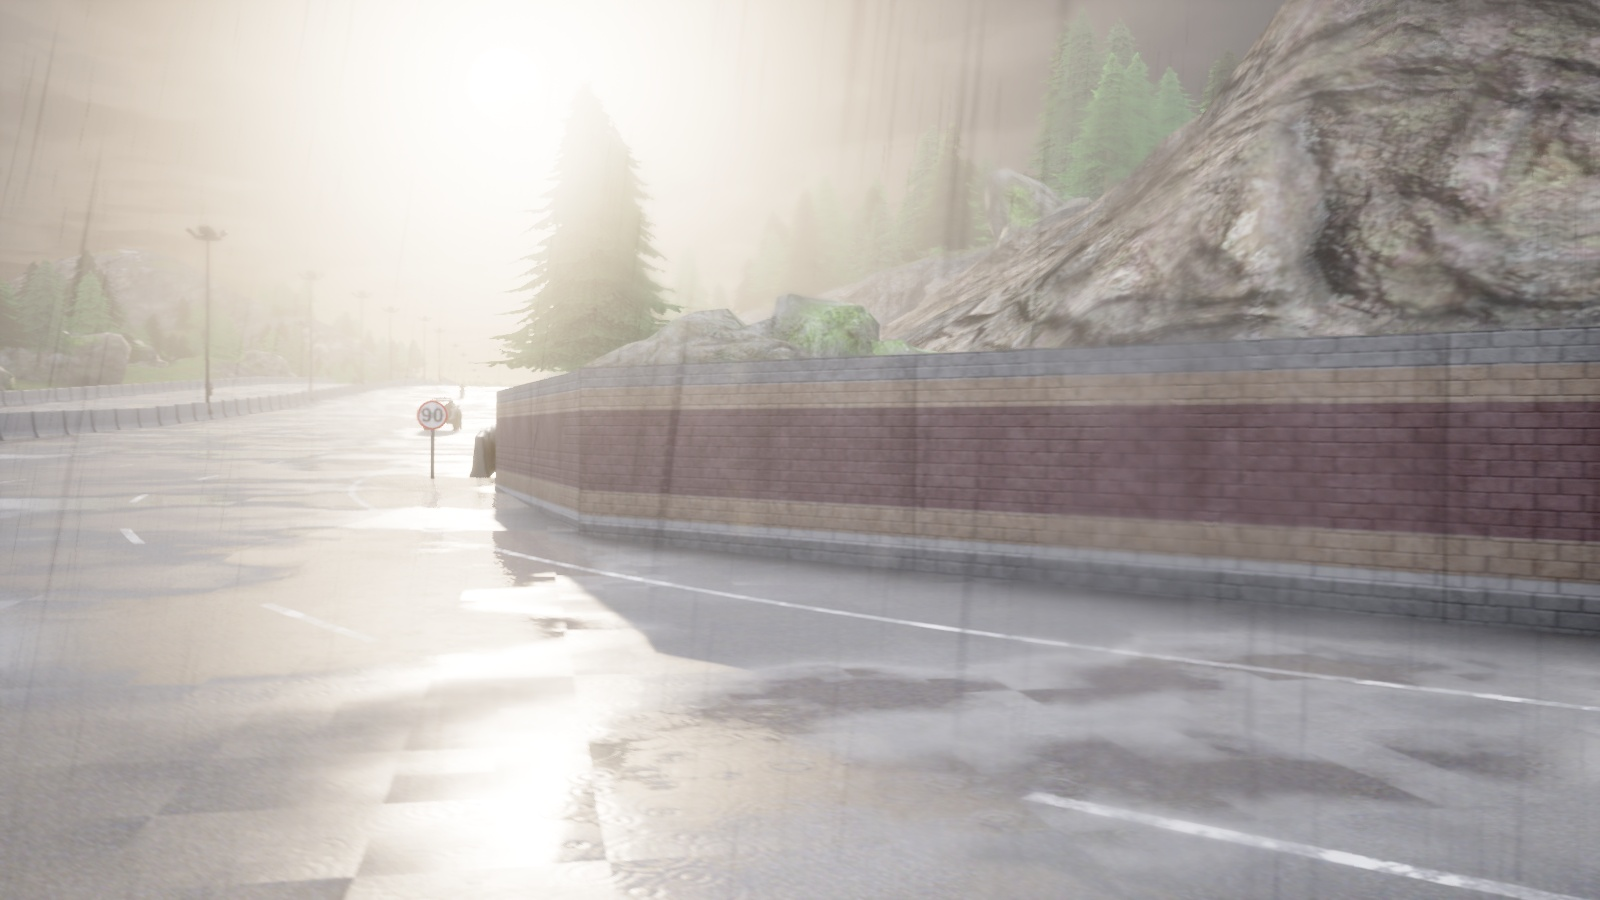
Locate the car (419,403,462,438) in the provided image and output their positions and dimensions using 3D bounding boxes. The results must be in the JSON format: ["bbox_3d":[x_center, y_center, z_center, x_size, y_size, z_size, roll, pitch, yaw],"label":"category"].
[{"bbox_3d":[-20.135,-1.705,70.488,1.932,1.855,4.605,-1,3,-11],"label":"car"}]
